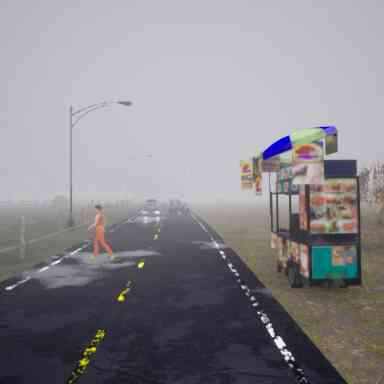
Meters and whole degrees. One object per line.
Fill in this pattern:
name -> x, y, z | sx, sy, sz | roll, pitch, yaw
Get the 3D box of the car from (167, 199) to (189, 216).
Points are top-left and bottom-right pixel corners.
car -> -1.359, 1.637, 33.301 | 1.895, 1.301, 4.718 | 0, 0, -4

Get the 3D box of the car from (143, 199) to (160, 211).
car -> -4.925, 1.569, 40.704 | 1.812, 1.442, 4.674 | 1, 0, -5

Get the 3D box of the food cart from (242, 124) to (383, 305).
food cart -> 2.940, 0.472, 8.936 | 2.280, 3.560, 4.660 | -1, -1, -2

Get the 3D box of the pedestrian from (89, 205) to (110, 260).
pedestrian -> -3.057, 1.300, 10.968 | 0.375, 1.860, 0.375 | 1, -1, 0

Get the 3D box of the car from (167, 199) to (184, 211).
car -> -2.229, 1.607, 43.428 | 2.033, 1.411, 5.357 | 0, 0, -6
